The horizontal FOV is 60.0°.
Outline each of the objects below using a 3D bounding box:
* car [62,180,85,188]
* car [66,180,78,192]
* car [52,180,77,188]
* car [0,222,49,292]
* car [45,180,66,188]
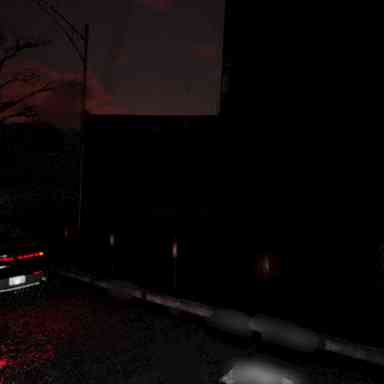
[{"bbox_3d":[-26.948,-1.770,75.580,4.674,1.452,2.002,4,3,23],"label":"car"},{"bbox_3d":[-19.705,-1.052,60.634,2.150,2.045,5.566,4,3,22],"label":"car"},{"bbox_3d":[-28.015,-1.744,73.038,5.008,1.535,2.097,4,3,23],"label":"car"},{"bbox_3d":[-5.293,1.460,7.996,4.892,1.490,1.837,0,0,39],"label":"car"},{"bbox_3d":[-29.040,-1.805,70.470,4.553,1.767,2.185,4,3,23],"label":"car"}]
